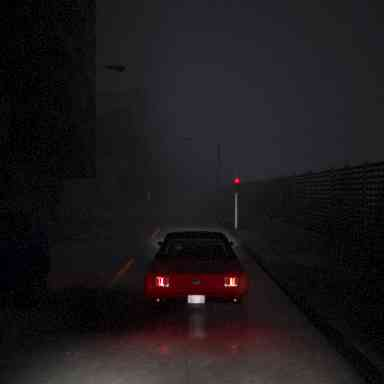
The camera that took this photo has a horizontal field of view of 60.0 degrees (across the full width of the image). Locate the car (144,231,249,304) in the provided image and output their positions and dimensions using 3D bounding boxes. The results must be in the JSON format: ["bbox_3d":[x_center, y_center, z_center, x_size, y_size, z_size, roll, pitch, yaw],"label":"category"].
[{"bbox_3d":[0.089,1.600,8.082,1.895,1.301,4.718,0,0,0],"label":"car"}]

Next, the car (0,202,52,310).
[{"bbox_3d":[-4.095,1.221,4.954,2.150,2.045,5.566,0,0,0],"label":"car"}]
